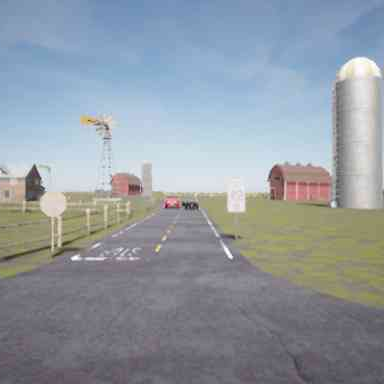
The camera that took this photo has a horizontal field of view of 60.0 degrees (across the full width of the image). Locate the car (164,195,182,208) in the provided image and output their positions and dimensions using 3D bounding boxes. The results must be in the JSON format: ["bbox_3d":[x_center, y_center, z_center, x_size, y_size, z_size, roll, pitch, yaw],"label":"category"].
[{"bbox_3d":[-3.030,1.437,51.539,2.150,2.045,5.566,0,0,-2],"label":"car"}]

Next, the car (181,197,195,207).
[{"bbox_3d":[-0.762,1.714,57.581,1.882,1.535,5.008,0,0,-6],"label":"car"}]

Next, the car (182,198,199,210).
[{"bbox_3d":[-0.091,1.682,47.472,1.882,1.535,5.008,0,0,-2],"label":"car"}]
